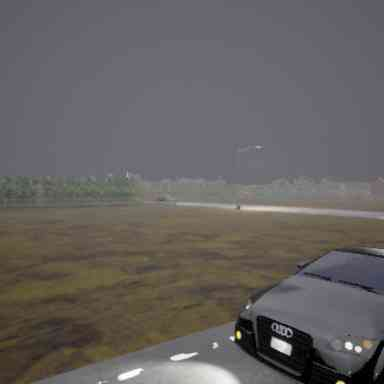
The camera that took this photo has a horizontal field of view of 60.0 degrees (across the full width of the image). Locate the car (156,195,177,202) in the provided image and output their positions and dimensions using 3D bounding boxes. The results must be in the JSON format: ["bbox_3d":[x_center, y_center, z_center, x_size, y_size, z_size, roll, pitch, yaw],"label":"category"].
[{"bbox_3d":[-4.627,1.221,59.953,2.128,1.511,4.902,-1,1,-35],"label":"car"}]

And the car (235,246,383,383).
[{"bbox_3d":[2.637,1.564,4.942,4.181,1.385,1.994,0,0,-35],"label":"car"}]
